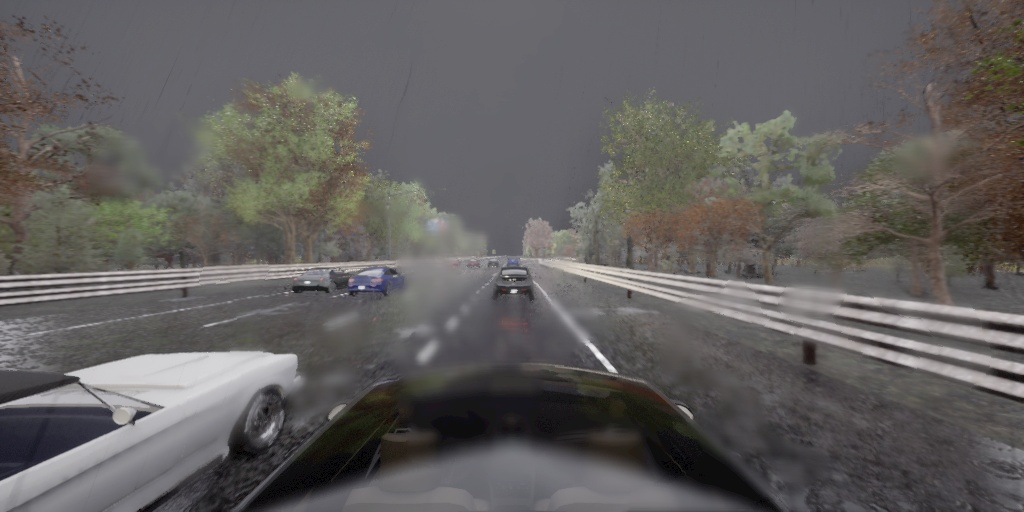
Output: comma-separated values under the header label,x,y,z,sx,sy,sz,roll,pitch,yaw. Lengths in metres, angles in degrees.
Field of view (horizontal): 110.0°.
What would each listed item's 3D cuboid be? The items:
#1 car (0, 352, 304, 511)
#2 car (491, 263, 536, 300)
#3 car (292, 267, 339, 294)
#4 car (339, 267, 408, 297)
label,x,y,z,sx,sy,sz,roll,pitch,yaw
car,-3.402,1.351,2.120,1.895,1.301,4.718,0,0,0
car,0.107,1.256,17.726,1.837,1.490,4.892,0,0,0
car,-10.391,1.314,20.222,1.994,1.385,4.181,0,0,0
car,-6.895,1.276,18.749,1.812,1.442,4.674,0,0,0
